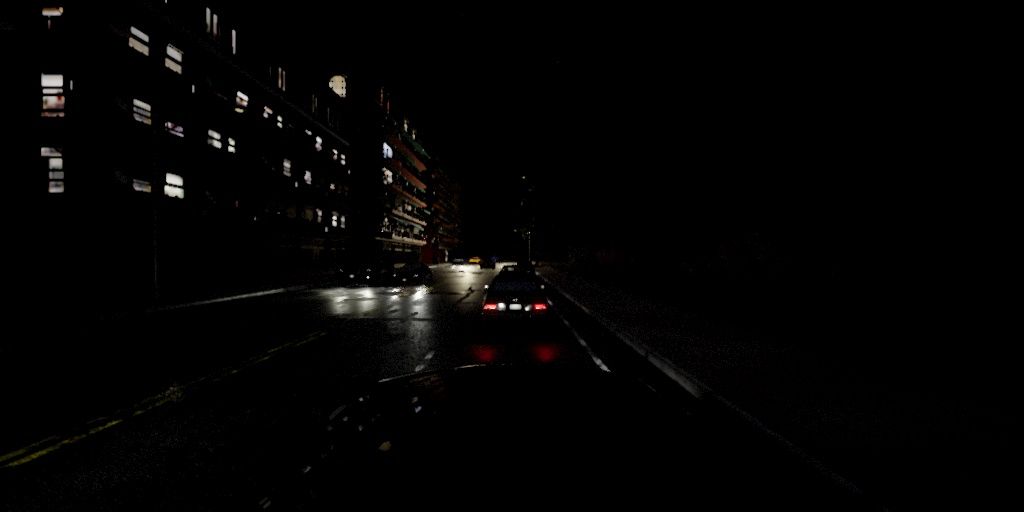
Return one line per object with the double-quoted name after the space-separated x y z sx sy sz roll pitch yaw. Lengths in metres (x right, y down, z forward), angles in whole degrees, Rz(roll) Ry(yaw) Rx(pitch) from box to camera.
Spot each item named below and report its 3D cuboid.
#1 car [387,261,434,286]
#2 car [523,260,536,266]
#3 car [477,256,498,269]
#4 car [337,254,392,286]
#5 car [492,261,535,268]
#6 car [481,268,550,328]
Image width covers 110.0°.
-6.650 1.189 24.469 1.812 1.442 4.674 0 0 0 "car"
1.069 1.138 32.383 1.837 1.490 4.892 0 0 0 "car"
-3.353 1.127 49.818 1.994 1.385 4.181 0 0 0 "car"
-9.901 0.883 24.907 2.150 2.045 5.566 0 0 0 "car"
0.055 1.221 21.777 2.033 1.411 5.357 0 0 0 "car"
0.081 1.262 11.145 2.033 1.411 5.357 0 0 0 "car"
